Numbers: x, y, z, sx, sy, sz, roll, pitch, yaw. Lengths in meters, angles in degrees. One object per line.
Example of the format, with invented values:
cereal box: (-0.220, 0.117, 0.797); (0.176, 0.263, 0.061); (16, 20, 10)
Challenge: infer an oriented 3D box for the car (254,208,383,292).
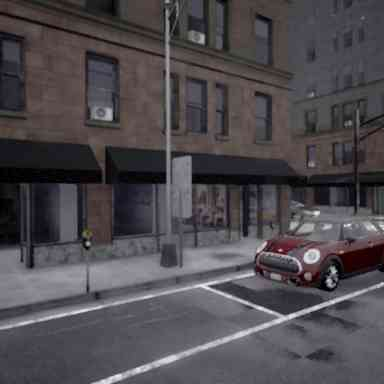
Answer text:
car: (3.518, 1.378, 8.708); (4.097, 1.590, 1.967); (-1, 0, -36)

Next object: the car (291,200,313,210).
car: (7.127, 1.378, 24.661); (2.128, 1.511, 4.902); (-1, 0, -35)
